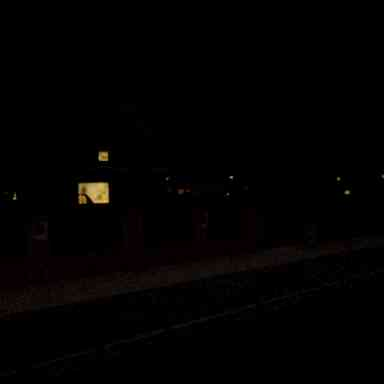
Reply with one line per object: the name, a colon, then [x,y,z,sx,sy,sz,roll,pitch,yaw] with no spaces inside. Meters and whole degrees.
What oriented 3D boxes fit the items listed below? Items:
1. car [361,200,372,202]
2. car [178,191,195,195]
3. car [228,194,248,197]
car: [14.052,1.378,26.851,1.994,1.385,4.181,-2,2,-35]
car: [-1.341,0.625,54.293,2.128,1.511,4.902,-1,2,-35]
car: [5.658,1.019,39.028,1.837,1.490,4.892,-1,2,-34]
